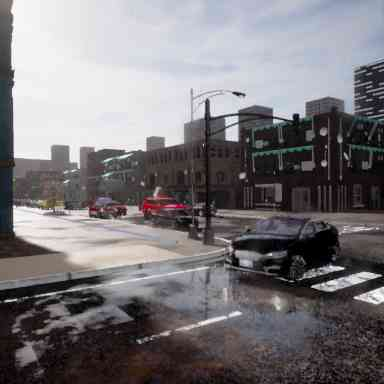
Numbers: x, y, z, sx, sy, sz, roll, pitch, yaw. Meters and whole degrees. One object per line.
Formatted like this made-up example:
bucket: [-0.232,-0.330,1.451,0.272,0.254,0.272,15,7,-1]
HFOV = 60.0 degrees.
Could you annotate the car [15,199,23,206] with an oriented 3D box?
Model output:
car: [-38.053,2.380,75.152,1.967,1.590,4.097,-1,0,-35]

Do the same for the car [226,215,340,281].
car: [2.935,1.491,10.051,2.128,1.511,4.902,1,1,41]

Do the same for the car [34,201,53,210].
car: [-25.147,2.233,56.952,1.752,1.417,4.829,-1,0,-35]

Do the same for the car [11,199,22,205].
car: [-44.454,2.598,84.182,1.887,1.381,4.507,-1,0,-35]

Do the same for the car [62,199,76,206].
car: [-28.014,2.364,75.486,1.947,1.339,4.313,-1,0,-35]

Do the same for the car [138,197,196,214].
car: [-2.378,1.509,29.323,2.150,2.045,5.566,-1,0,-36]

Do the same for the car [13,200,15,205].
car: [-41.252,2.548,79.668,2.008,1.369,4.403,-1,0,-35]

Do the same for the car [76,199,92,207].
car: [-21.611,2.228,66.455,1.887,1.381,4.507,-1,0,-35]

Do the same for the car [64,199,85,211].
car: [-18.637,2.016,52.434,2.097,1.767,4.553,-1,0,-35]

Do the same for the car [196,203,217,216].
car: [0.799,1.810,34.848,2.008,1.369,4.403,-2,0,-35]

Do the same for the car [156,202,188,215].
car: [-2.402,1.904,39.364,1.802,1.307,4.206,-2,0,-35]

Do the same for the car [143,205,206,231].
car: [-1.310,1.815,23.124,1.947,1.339,4.313,-1,0,-35]

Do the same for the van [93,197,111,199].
van: [-15.213,1.907,57.424,1.690,1.788,3.998,-1,0,-35]

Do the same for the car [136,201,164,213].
car: [-5.603,1.966,43.878,1.802,1.307,4.206,-1,0,-35]

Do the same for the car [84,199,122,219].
car: [-9.240,1.847,34.514,1.967,1.590,4.097,-1,0,-35]

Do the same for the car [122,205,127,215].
car: [-9.342,1.901,39.168,1.882,1.535,5.008,-1,0,-35]

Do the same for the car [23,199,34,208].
car: [-31.648,2.376,66.122,2.008,1.369,4.403,-1,0,-35]
